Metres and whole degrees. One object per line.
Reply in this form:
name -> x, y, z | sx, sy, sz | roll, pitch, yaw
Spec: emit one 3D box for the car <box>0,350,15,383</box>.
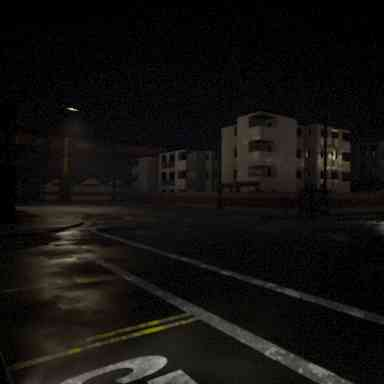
car -> -3.260, 1.350, 1.451 | 4.553, 1.767, 2.097 | 0, 0, -35
